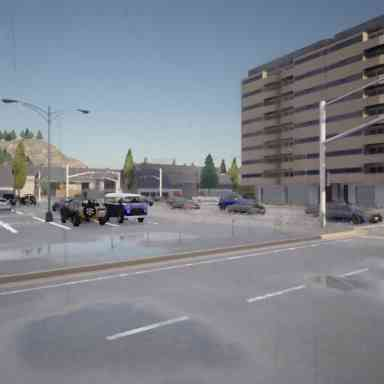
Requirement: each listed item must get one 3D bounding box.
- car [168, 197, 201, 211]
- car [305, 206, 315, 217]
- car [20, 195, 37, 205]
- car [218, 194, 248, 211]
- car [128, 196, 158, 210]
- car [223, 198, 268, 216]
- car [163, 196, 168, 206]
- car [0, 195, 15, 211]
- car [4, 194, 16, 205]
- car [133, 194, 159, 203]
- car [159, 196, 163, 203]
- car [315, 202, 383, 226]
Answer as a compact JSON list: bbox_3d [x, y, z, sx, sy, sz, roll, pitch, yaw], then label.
[{"bbox_3d":[-0.747,1.620,42.060,1.994,1.385,4.181,0,0,-35],"label":"car"},{"bbox_3d":[12.626,1.603,29.277,2.033,1.411,5.357,0,0,-35],"label":"car"},{"bbox_3d":[-27.292,1.209,55.329,1.932,1.855,4.605,0,0,-35],"label":"car"},{"bbox_3d":[5.457,1.280,39.365,2.150,2.045,5.566,0,0,-35],"label":"car"},{"bbox_3d":[-7.716,1.656,51.919,1.895,1.301,4.718,0,0,-35],"label":"car"},{"bbox_3d":[5.532,1.618,33.202,1.994,1.385,4.181,0,0,-36],"label":"car"},{"bbox_3d":[-1.983,1.561,49.860,1.837,1.490,4.892,0,0,-35],"label":"car"},{"bbox_3d":[-21.832,1.451,37.872,1.970,1.475,3.806,0,0,-35],"label":"car"},{"bbox_3d":[-29.688,1.212,53.706,1.905,1.878,3.866,0,0,-35],"label":"car"},{"bbox_3d":[-9.309,1.547,66.534,2.128,1.511,4.902,0,0,-35],"label":"car"},{"bbox_3d":[-6.997,1.546,69.324,2.128,1.511,4.902,0,0,-35],"label":"car"},{"bbox_3d":[11.500,1.613,24.196,1.994,1.385,4.181,0,0,-29],"label":"car"}]
